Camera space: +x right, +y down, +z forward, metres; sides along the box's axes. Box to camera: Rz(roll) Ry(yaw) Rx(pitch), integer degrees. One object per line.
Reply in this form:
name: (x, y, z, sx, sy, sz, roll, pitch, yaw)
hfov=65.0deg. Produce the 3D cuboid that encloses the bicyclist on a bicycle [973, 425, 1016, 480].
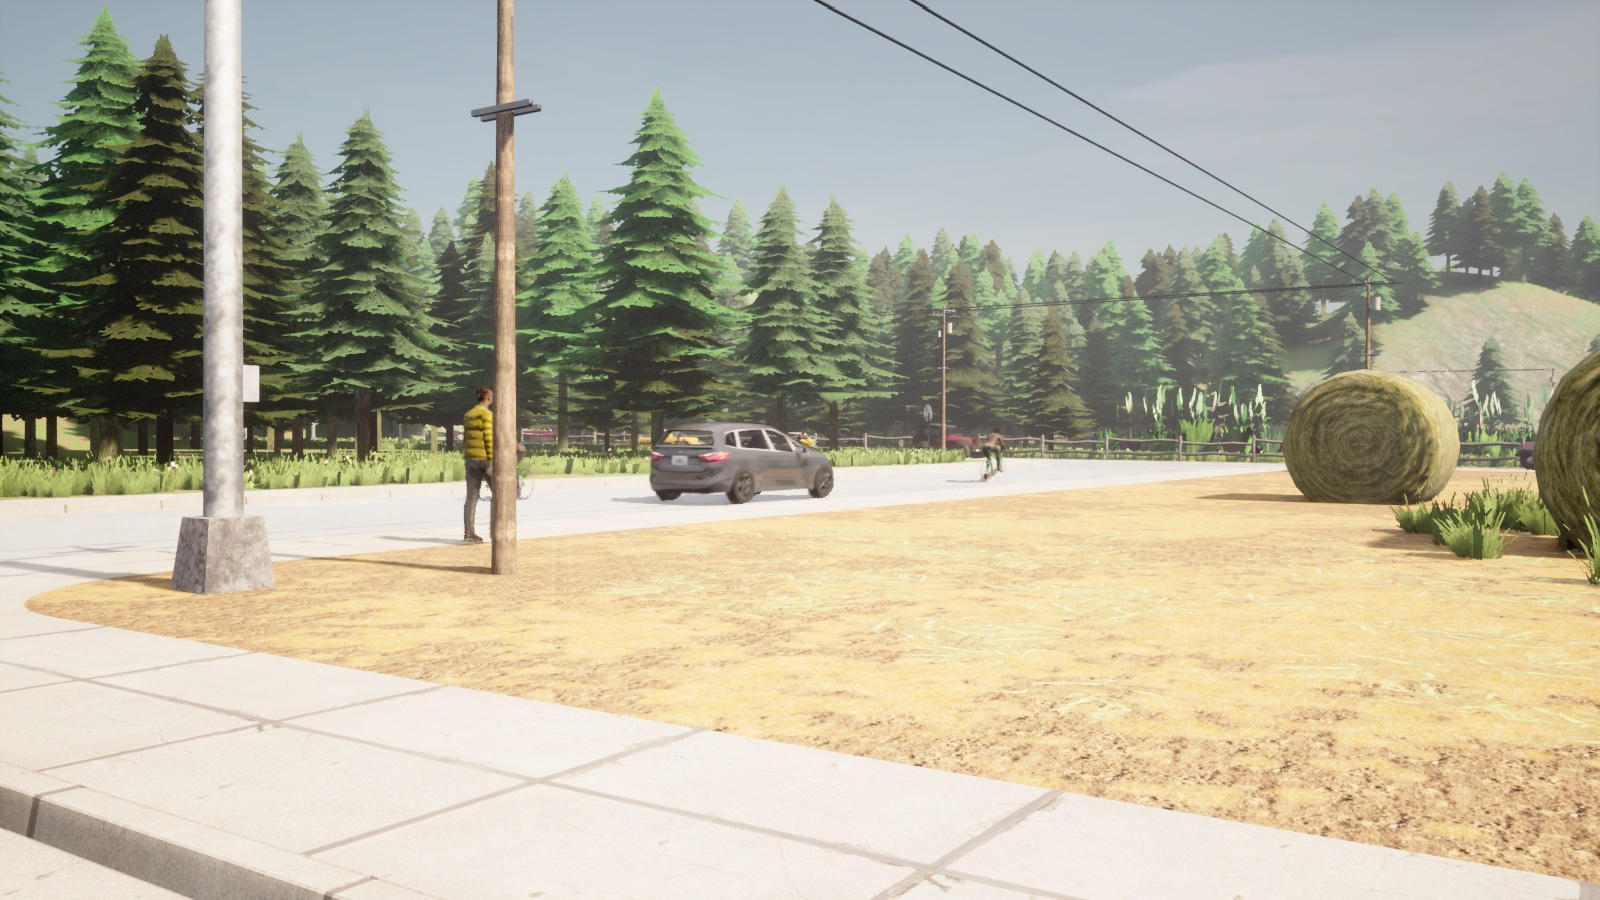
bicyclist on a bicycle: (5.789, 0.063, 37.356, 0.582, 1.620, 1.656, 0, 1, 35)

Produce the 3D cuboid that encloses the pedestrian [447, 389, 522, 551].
pedestrian: (-3.687, 0.224, 14.689, 0.431, 1.840, 0.709, 0, 1, 38)

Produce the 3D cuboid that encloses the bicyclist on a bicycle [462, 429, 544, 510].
bicyclist on a bicycle: (-6.174, 0.383, 26.190, 0.582, 1.620, 1.656, 0, 1, 35)

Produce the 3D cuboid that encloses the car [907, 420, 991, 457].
car: (7.719, -0.586, 65.271, 3.866, 1.878, 1.905, 0, 1, 38)

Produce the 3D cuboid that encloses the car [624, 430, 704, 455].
car: (-8.872, -0.484, 81.822, 5.366, 1.575, 1.801, 0, 1, 36)

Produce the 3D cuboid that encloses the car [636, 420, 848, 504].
car: (-1.152, 0.195, 27.303, 2.242, 1.667, 4.611, 0, 1, 35)

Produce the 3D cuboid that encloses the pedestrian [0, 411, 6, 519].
pedestrian: (-13.794, 0.261, 20.913, 0.328, 1.805, 0.869, 0, 1, 31)

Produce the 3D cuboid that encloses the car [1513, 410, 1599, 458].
car: (31.570, -0.667, 51.409, 3.866, 1.878, 1.905, -1, 1, 37)
